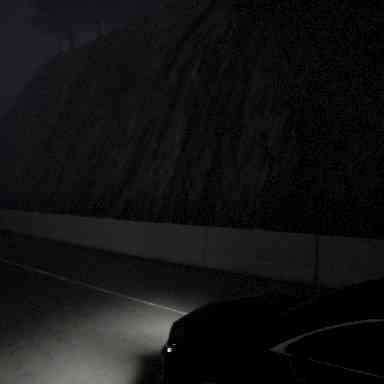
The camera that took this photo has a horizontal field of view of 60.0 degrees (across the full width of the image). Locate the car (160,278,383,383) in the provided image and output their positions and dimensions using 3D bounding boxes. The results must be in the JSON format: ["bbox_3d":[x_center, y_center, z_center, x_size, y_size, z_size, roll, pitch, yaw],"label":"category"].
[{"bbox_3d":[1.922,1.511,2.705,4.892,1.490,1.837,0,0,36],"label":"car"}]
